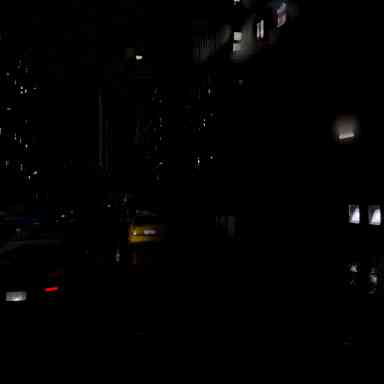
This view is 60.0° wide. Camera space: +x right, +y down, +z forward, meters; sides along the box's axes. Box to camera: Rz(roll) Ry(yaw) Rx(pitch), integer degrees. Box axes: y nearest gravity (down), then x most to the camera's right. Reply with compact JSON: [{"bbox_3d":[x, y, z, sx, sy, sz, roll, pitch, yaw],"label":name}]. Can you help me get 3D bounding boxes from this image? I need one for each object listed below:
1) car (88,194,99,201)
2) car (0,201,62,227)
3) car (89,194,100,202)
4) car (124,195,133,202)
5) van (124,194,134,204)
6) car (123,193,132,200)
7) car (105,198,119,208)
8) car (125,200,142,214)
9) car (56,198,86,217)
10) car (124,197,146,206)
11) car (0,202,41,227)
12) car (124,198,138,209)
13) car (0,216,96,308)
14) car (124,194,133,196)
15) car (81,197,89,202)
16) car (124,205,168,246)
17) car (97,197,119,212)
[{"bbox_3d":[-24.743,1.332,83.864,2.192,1.841,5.009,1,0,-12],"label":"car"},{"bbox_3d":[-8.552,1.490,17.780,1.882,1.535,5.008,0,0,-11],"label":"car"},{"bbox_3d":[-23.633,1.570,78.436,2.008,1.369,4.403,1,0,-12],"label":"car"},{"bbox_3d":[-14.318,1.457,74.745,1.967,1.590,4.097,1,0,-12],"label":"car"},{"bbox_3d":[-12.088,1.359,63.889,1.690,1.788,3.998,1,0,-12],"label":"van"},{"bbox_3d":[-17.658,1.327,91.027,2.192,1.841,5.009,1,0,-12],"label":"car"},{"bbox_3d":[-11.881,1.620,49.521,1.895,1.301,4.718,0,0,-11],"label":"car"},{"bbox_3d":[-6.523,1.599,36.752,1.802,1.307,4.206,1,0,-12],"label":"car"},{"bbox_3d":[-10.948,1.565,29.502,2.033,1.411,5.357,0,0,-11],"label":"car"},{"bbox_3d":[-4.292,1.454,25.897,1.967,1.590,4.097,1,0,-12],"label":"car"},{"bbox_3d":[-12.459,1.543,23.994,1.752,1.417,4.829,1,0,-12],"label":"car"},{"bbox_3d":[-8.750,1.584,47.606,1.947,1.339,4.313,1,0,-12],"label":"car"},{"bbox_3d":[-3.315,1.531,7.678,1.812,1.442,4.674,0,0,-12],"label":"car"},{"bbox_3d":[-10.976,1.458,58.462,1.967,1.590,4.097,1,0,-12],"label":"car"},{"bbox_3d":[-19.177,1.566,56.726,1.887,1.381,4.507,1,0,-12],"label":"car"},{"bbox_3d":[-2.101,1.534,15.208,1.752,1.417,4.829,1,0,-12],"label":"car"},{"bbox_3d":[-9.831,1.583,39.735,1.994,1.385,4.181,0,0,-11],"label":"car"}]
